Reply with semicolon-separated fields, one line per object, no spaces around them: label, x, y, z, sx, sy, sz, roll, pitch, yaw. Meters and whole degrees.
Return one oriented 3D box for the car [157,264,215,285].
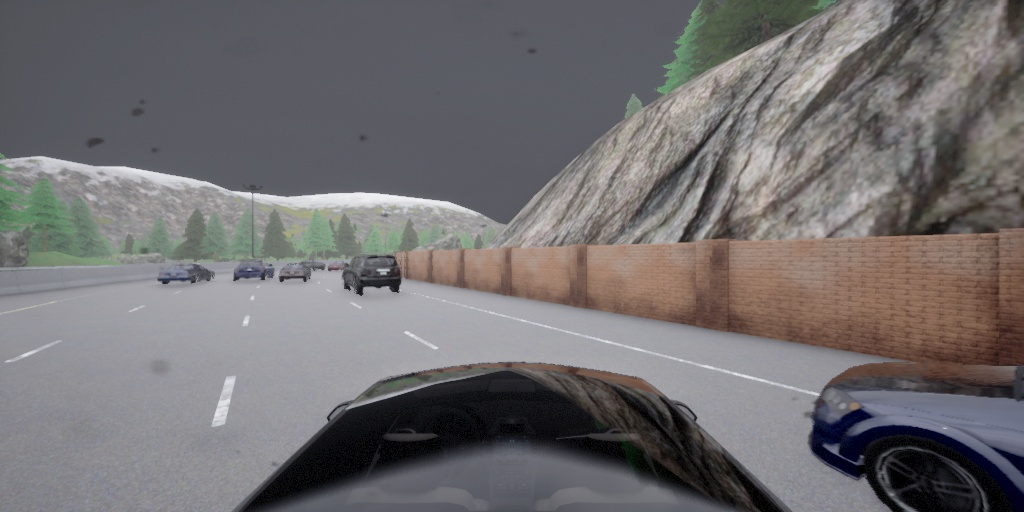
car;-23.885;1.293;26.447;2.033;1.411;5.357;0;0;-25

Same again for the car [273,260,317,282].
car;-17.328;1.291;28.833;2.033;1.411;5.357;0;0;-24

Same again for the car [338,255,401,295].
car;-7.947;0.967;20.117;2.150;2.045;5.566;0;0;-34

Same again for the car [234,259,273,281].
car;-21.633;1.096;30.299;2.097;1.767;4.553;0;0;-23

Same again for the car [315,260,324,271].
car;-26.317;1.231;47.382;2.128;1.511;4.902;0;0;-7

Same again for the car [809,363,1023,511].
car;4.504;1.313;2.115;1.994;1.385;4.181;0;0;-35

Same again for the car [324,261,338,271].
car;-22.757;1.305;47.527;1.994;1.385;4.181;0;0;-8
